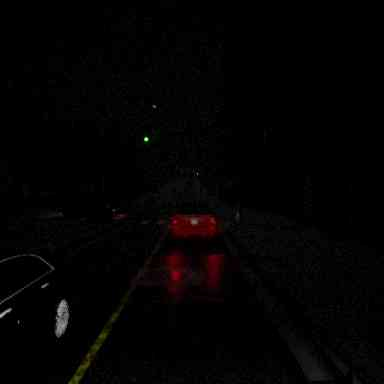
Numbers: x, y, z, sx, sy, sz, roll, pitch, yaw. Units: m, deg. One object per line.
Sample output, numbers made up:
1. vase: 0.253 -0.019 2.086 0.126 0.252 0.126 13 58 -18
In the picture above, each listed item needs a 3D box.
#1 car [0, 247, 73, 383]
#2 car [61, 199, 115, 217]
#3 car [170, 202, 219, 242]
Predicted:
1. car: -2.839 1.485 3.561 1.837 1.490 4.892 0 0 0
2. car: -9.617 1.471 30.843 4.892 1.490 1.837 -1 0 6
3. car: 0.098 1.268 16.039 2.097 1.767 4.553 0 0 0
